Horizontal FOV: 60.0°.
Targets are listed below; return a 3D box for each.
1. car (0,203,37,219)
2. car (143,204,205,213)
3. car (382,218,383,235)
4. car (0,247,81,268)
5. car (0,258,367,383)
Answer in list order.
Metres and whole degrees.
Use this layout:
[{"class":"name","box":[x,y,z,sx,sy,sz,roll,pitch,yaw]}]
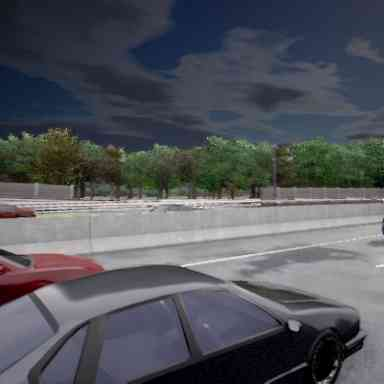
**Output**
[{"class":"car","box":[-12.512,1.479,20.863,5.008,1.535,1.882,0,0,-35]},{"class":"car","box":[-1.439,1.480,20.160,5.008,1.535,1.882,0,0,-35]},{"class":"car","box":[11.041,1.482,15.922,5.008,1.535,1.882,0,0,-36]},{"class":"car","box":[-3.893,1.478,5.269,5.008,1.535,1.882,0,0,-35]},{"class":"car","box":[-0.347,1.548,3.500,5.357,1.411,2.033,0,0,-35]}]
